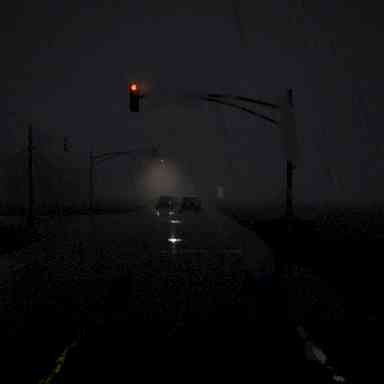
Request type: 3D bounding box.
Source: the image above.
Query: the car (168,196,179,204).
[{"bbox_3d":[-3.386,1.468,61.113,1.812,1.442,4.674,0,0,1],"label":"car"}]

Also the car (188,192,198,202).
[{"bbox_3d":[0.232,1.138,75.836,2.150,2.045,5.566,0,0,0],"label":"car"}]

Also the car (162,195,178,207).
[{"bbox_3d":[-3.431,1.308,52.298,2.097,1.767,4.553,0,0,0],"label":"car"}]

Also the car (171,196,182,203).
[{"bbox_3d":[-3.286,1.476,70.859,1.994,1.385,4.181,0,0,0],"label":"car"}]

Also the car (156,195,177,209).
[{"bbox_3d":[-3.459,1.320,43.517,2.097,1.767,4.553,0,0,0],"label":"car"}]

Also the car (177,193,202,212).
[{"bbox_3d":[-0.076,1.326,38.738,2.097,1.767,4.553,0,0,6],"label":"car"}]
